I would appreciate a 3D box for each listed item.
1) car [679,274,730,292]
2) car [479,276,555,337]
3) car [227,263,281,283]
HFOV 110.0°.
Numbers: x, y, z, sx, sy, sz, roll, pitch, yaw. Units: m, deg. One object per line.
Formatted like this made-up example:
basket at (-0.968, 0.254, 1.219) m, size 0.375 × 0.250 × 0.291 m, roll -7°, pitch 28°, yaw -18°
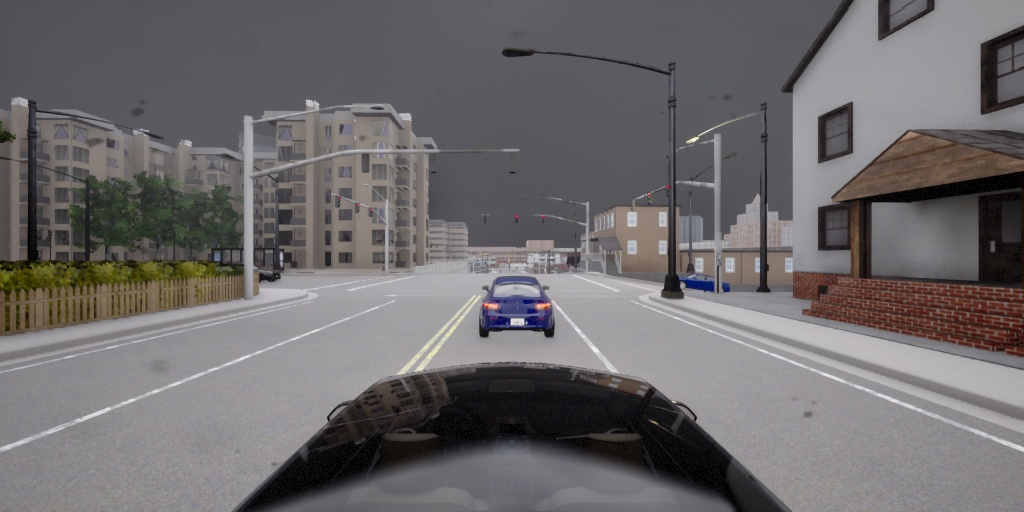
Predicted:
car at (15.384, 2.209, 29.825) m, size 5.008 × 1.535 × 1.882 m, roll 9°, pitch 0°, yaw 1°
car at (0.112, 1.276, 10.145) m, size 1.812 × 1.442 × 4.674 m, roll 0°, pitch 0°, yaw 0°
car at (-19.880, 1.255, 26.647) m, size 4.892 × 1.490 × 1.837 m, roll 0°, pitch 0°, yaw 1°
